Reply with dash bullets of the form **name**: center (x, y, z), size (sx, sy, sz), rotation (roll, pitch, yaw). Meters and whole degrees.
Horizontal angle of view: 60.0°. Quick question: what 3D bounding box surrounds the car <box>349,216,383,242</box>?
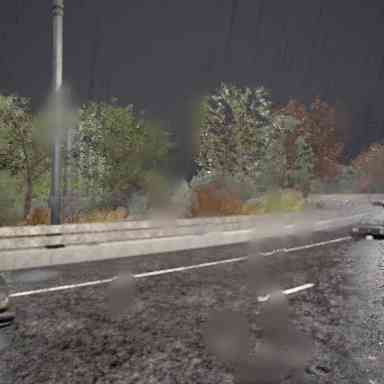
- **car**: center (9.895, 1.883, 17.198), size (1.895, 1.301, 4.718), rotation (0, -1, 45)

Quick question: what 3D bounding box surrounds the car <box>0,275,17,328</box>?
- **car**: center (-5.356, 1.559, 4.328), size (5.357, 1.411, 2.033), rotation (1, -1, -35)

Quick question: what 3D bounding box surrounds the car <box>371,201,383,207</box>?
- **car**: center (47.306, 2.880, 83.028), size (1.812, 1.442, 4.674), rotation (0, -1, 3)
